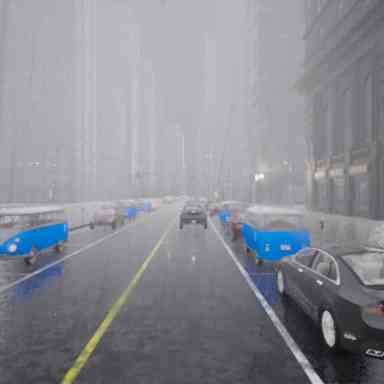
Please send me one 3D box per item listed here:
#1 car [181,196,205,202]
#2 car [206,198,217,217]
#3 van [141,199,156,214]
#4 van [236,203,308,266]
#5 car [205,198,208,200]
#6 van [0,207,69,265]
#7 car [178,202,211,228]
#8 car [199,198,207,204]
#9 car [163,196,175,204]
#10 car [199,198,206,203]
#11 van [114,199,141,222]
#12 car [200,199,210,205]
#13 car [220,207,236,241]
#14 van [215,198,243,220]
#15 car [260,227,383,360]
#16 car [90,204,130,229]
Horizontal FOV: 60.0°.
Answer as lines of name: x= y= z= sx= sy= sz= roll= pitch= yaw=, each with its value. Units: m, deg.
car: x=0.099 y=1.676 z=39.446 sx=2.097 sy=1.767 sz=4.553 roll=0 pitch=-1 yaw=0
car: x=2.760 y=1.723 z=34.415 sx=1.967 sy=1.590 sz=4.097 roll=0 pitch=0 yaw=0
van: x=-5.765 y=1.671 z=40.083 sx=1.690 sy=1.788 sz=3.998 roll=0 pitch=0 yaw=0
van: x=2.760 y=1.436 z=11.706 sx=1.690 sy=1.788 sz=3.998 roll=0 pitch=0 yaw=0
car: x=2.759 y=1.693 z=45.770 sx=2.192 sy=1.841 sz=5.009 roll=0 pitch=0 yaw=0
van: x=-5.765 y=1.436 z=11.697 sx=1.690 sy=1.788 sz=3.998 roll=0 pitch=0 yaw=0
car: x=0.101 y=1.695 z=23.598 sx=1.837 sy=1.490 sz=4.892 roll=0 pitch=-1 yaw=0
car: x=2.759 y=2.257 z=84.022 sx=2.008 sy=1.369 sz=4.403 roll=0 pitch=-1 yaw=0
car: x=-5.767 y=1.972 z=78.374 sx=2.192 sy=1.841 sz=5.009 roll=0 pitch=0 yaw=0
car: x=2.759 y=2.300 z=89.662 sx=1.887 sy=1.381 sz=4.507 roll=0 pitch=-1 yaw=0
van: x=-5.765 y=1.577 z=28.729 sx=1.690 sy=1.788 sz=3.998 roll=0 pitch=0 yaw=0
car: x=2.759 y=2.159 z=72.741 sx=2.008 sy=1.369 sz=4.403 roll=0 pitch=0 yaw=0
car: x=2.761 y=1.686 z=17.382 sx=1.887 sy=1.381 sz=4.507 roll=0 pitch=0 yaw=0
van: x=2.760 y=1.529 z=23.061 sx=1.690 sy=1.788 sz=3.998 roll=0 pitch=0 yaw=0
car: x=2.761 y=1.600 z=6.027 sx=2.008 sy=1.369 sz=4.403 roll=0 pitch=0 yaw=0
car: x=-5.764 y=1.770 z=23.049 sx=1.802 sy=1.307 sz=4.206 roll=0 pitch=0 yaw=0
